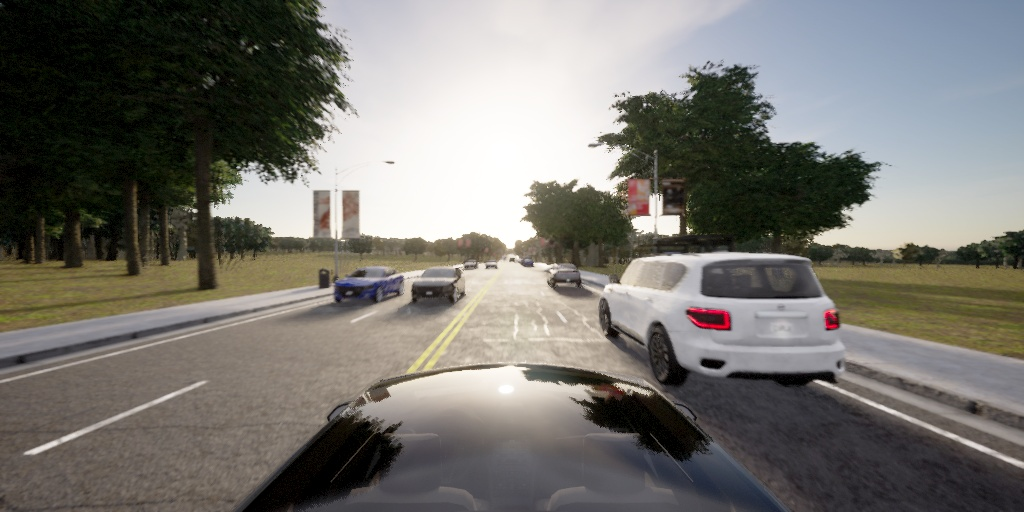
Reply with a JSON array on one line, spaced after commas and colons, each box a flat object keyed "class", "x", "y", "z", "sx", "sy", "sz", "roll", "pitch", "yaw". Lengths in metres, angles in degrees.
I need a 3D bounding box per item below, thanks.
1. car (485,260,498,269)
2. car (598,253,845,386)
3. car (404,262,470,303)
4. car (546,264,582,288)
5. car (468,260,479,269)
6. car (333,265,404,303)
[{"class": "car", "x": -3.267, "y": 1.365, "z": 58.328, "sx": 2.033, "sy": 1.411, "sz": 5.357, "roll": 0, "pitch": 0, "yaw": 1}, {"class": "car", "x": 3.347, "y": 0.972, "z": 7.129, "sx": 2.150, "sy": 2.045, "sz": 5.566, "roll": 0, "pitch": 0, "yaw": 0}, {"class": "car", "x": -3.345, "y": 1.233, "z": 17.034, "sx": 1.882, "sy": 1.535, "sz": 5.008, "roll": 0, "pitch": 0, "yaw": 0}, {"class": "car", "x": 3.354, "y": 1.251, "z": 23.822, "sx": 2.128, "sy": 1.511, "sz": 4.902, "roll": 0, "pitch": 0, "yaw": 0}, {"class": "car", "x": -6.517, "y": 1.365, "z": 58.329, "sx": 2.033, "sy": 1.411, "sz": 5.357, "roll": 0, "pitch": 0, "yaw": 1}, {"class": "car", "x": -6.596, "y": 1.233, "z": 17.036, "sx": 1.882, "sy": 1.535, "sz": 5.008, "roll": 0, "pitch": 0, "yaw": 0}]
